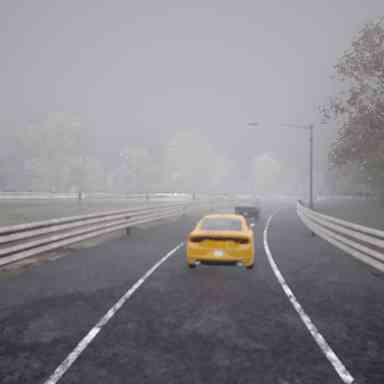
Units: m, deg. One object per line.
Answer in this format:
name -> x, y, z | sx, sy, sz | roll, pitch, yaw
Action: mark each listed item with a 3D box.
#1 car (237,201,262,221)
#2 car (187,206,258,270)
car -> 4.643, 1.469, 27.292 | 1.882, 1.535, 5.008 | 0, 0, 16
car -> 1.072, 1.461, 11.117 | 1.882, 1.535, 5.008 | 0, 0, 9
